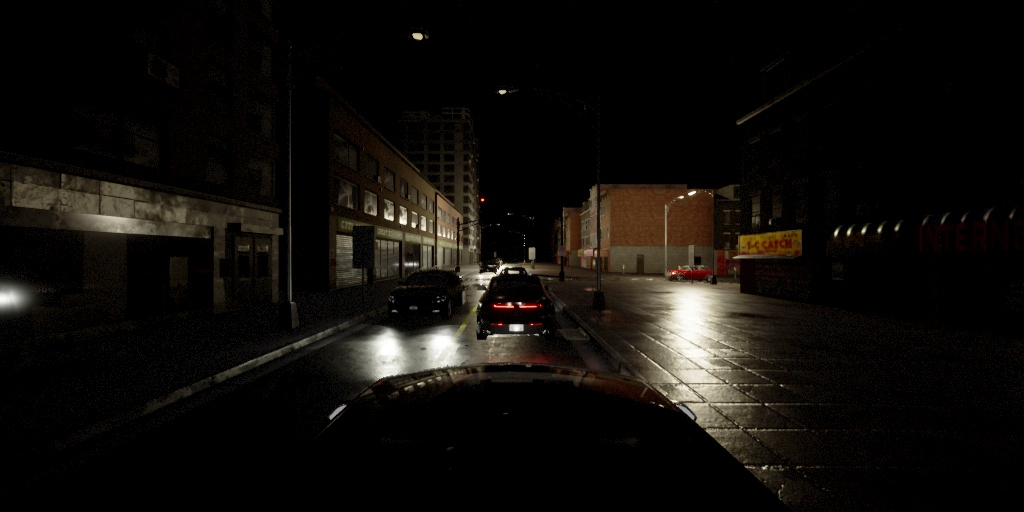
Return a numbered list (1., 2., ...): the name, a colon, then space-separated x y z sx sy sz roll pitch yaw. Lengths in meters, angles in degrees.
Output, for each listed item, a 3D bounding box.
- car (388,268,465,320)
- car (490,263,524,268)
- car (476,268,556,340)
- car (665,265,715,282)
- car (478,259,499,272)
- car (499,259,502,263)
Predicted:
1. car: -2.859 1.228 12.883 1.882 1.535 5.008 0 0 0
2. car: 0.093 1.298 19.546 2.033 1.411 5.357 0 0 0
3. car: 0.085 1.255 9.935 1.837 1.490 4.892 0 0 0
4. car: 16.332 1.574 33.134 4.097 1.591 1.967 0 0 0
5. car: -2.625 1.256 39.604 1.837 1.490 4.892 0 0 -3
6. car: -2.886 1.252 55.982 1.837 1.490 4.892 0 0 0
